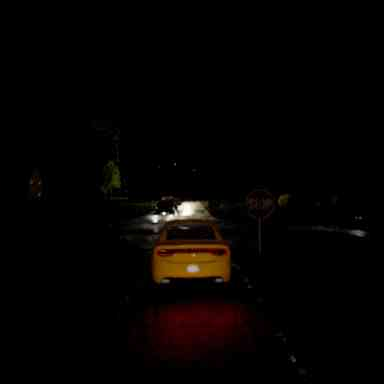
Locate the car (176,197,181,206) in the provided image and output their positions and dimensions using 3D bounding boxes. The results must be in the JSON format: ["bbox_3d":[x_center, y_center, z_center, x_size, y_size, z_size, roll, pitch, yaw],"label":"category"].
[{"bbox_3d":[-2.823,1.616,44.793,1.812,1.442,4.674,0,0,0],"label":"car"}]

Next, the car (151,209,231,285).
[{"bbox_3d":[-0.104,1.495,9.596,1.882,1.535,5.008,0,0,-3],"label":"car"}]

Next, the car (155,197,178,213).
[{"bbox_3d":[-2.849,1.599,35.758,1.812,1.442,4.674,0,0,1],"label":"car"}]

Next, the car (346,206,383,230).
[{"bbox_3d":[12.976,1.679,22.256,5.008,1.535,1.882,1,-1,-1],"label":"car"}]
